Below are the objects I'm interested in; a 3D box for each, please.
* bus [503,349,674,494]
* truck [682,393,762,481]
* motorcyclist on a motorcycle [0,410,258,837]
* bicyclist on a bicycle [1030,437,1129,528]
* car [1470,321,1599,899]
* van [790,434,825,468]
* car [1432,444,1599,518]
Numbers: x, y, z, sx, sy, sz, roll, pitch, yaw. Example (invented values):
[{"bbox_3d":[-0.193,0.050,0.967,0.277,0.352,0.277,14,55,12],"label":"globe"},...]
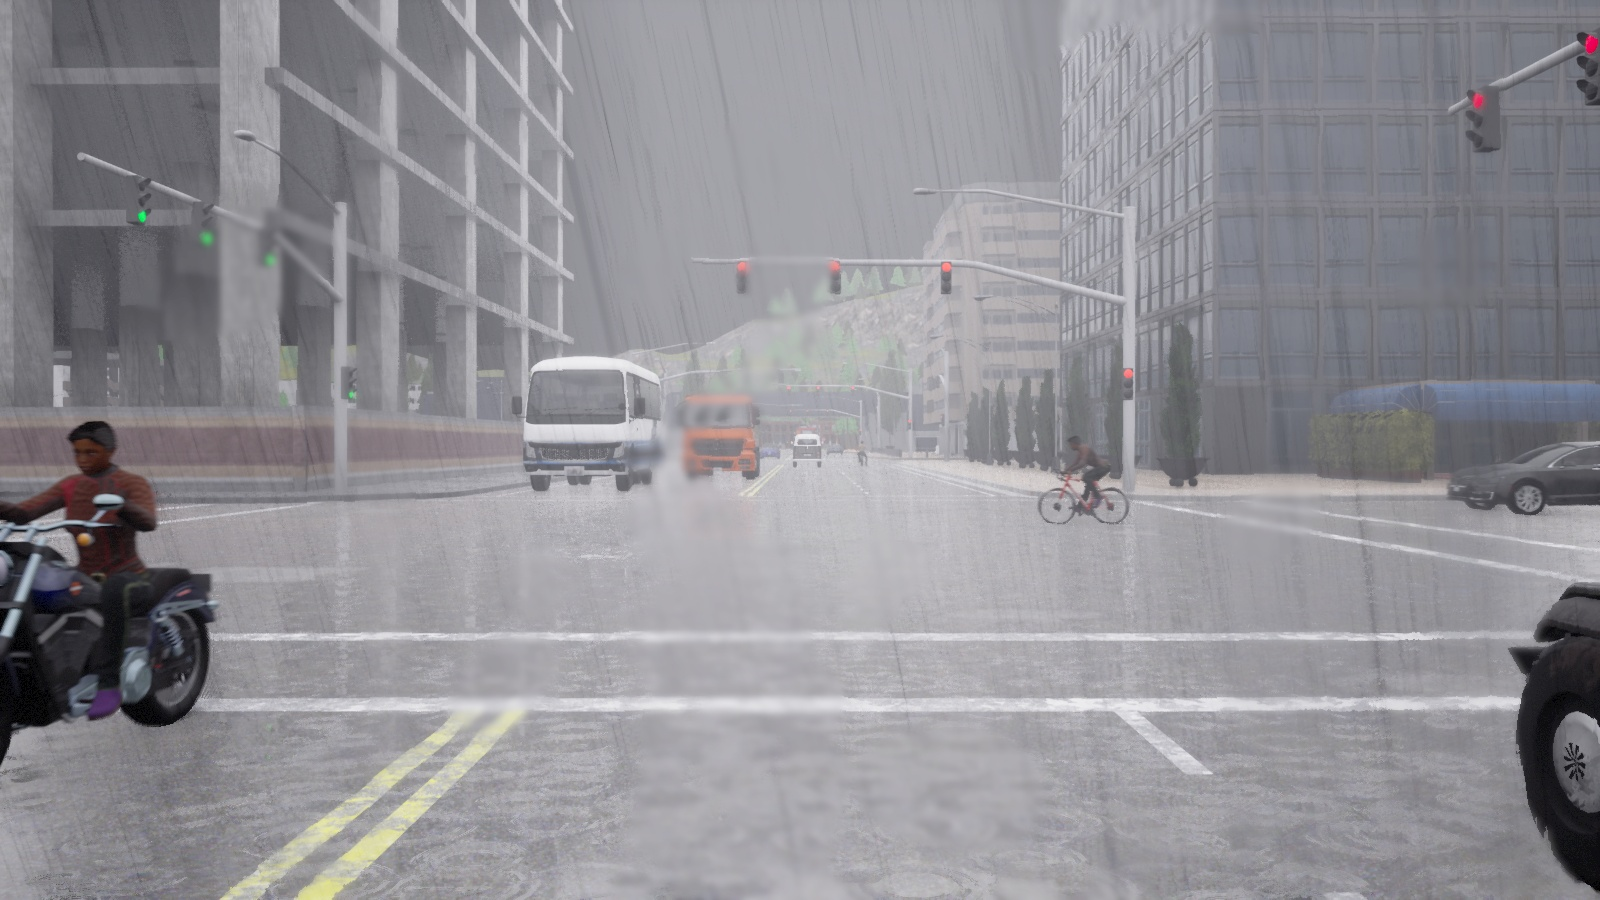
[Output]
[{"bbox_3d":[-6.747,-0.873,42.103,3.944,4.253,10.273,0,0,0],"label":"bus"},{"bbox_3d":[-3.185,-0.539,53.286,2.891,3.462,7.936,0,0,0],"label":"truck"},{"bbox_3d":[-3.430,0.661,5.782,0.766,1.649,2.350,0,1,2],"label":"motorcyclist on a motorcycle"},{"bbox_3d":[5.060,0.575,22.746,1.656,1.620,0.582,0,0,-1],"label":"bicyclist on a bicycle"},{"bbox_3d":[3.532,0.529,2.910,1.905,1.878,3.866,0,0,0],"label":"car"},{"bbox_3d":[0.452,0.032,77.677,2.069,2.038,4.480,0,0,0],"label":"van"},{"bbox_3d":[16.148,0.616,26.318,4.892,1.490,1.837,0,0,0],"label":"car"}]
